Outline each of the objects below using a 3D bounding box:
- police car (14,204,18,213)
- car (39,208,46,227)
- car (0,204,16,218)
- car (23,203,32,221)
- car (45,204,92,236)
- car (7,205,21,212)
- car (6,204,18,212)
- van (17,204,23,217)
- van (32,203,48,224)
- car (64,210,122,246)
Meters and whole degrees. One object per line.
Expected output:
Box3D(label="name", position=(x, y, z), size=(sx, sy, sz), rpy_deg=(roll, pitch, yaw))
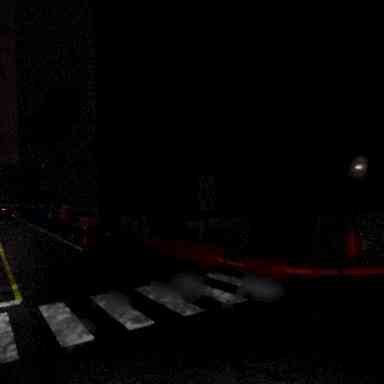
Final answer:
Box3D(label="police car", position=(-29.008, 2.800, 54.985), size=(1.930, 1.638, 5.238), rpy_deg=(-2, 0, -32))
Box3D(label="car", position=(-10.517, 2.160, 26.172), size=(1.802, 1.307, 4.206), rpy_deg=(-3, 0, -32))
Box3D(label="car", position=(-25.273, 2.757, 44.734), size=(1.994, 1.385, 4.181), rpy_deg=(-2, 0, -31))
Box3D(label="car", position=(-15.912, 2.128, 34.804), size=(2.192, 1.841, 5.009), rpy_deg=(-3, 0, -32))
Box3D(label="car", position=(-7.838, 1.775, 21.856), size=(2.192, 1.841, 5.009), rpy_deg=(-3, 0, -32))
Box3D(label="car", position=(-34.707, 3.188, 64.839), size=(1.947, 1.339, 4.313), rpy_deg=(-3, 0, -32))
Box3D(label="car", position=(-37.465, 3.304, 69.250), size=(1.947, 1.339, 4.313), rpy_deg=(-3, 0, -32))
Box3D(label="van", position=(-21.293, 2.388, 43.435), size=(1.690, 1.788, 3.998), rpy_deg=(-3, 0, -32))
Box3D(label="van", position=(-13.220, 2.037, 30.488), size=(1.690, 1.788, 3.998), rpy_deg=(-3, 0, -32))
Box3D(label="car", position=(-5.136, 1.887, 17.540), size=(1.887, 1.381, 4.507), rpy_deg=(-3, 0, -32))
